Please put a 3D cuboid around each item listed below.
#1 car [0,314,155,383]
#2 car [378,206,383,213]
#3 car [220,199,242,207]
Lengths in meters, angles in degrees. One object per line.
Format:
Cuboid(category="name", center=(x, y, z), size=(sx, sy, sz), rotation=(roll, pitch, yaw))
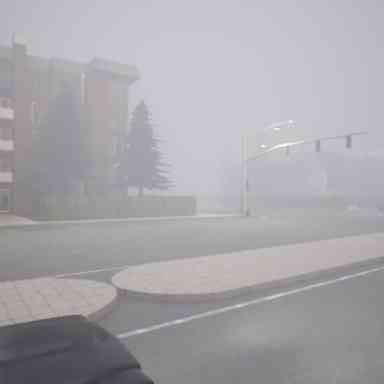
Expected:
Cuboid(category="car", center=(-2.526, 1.591, 1.947), size=(4.718, 1.301, 1.895), rotation=(1, 0, -36))
Cuboid(category="car", center=(25.784, 2.079, 42.379), size=(4.718, 1.301, 1.895), rotation=(0, 0, -35))
Cuboid(category="car", center=(7.454, 2.017, 62.693), size=(4.181, 1.385, 1.994), rotation=(0, -1, 39))
